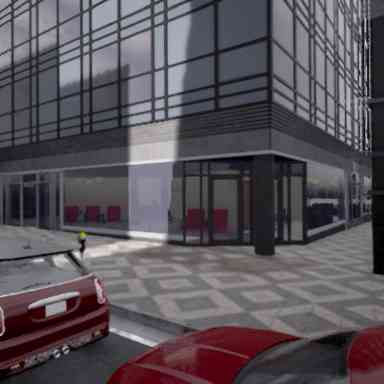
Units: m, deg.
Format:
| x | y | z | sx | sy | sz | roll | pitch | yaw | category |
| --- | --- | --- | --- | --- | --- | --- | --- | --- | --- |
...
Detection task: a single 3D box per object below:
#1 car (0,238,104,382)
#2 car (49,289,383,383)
| x | y | z | sx | sy | sz | roll | pitch | yaw | category |
| --- | --- | --- | --- | --- | --- | --- | --- | --- | --- |
| -3.226 | 1.431 | 5.156 | 4.097 | 1.590 | 1.967 | 0 | -1 | 35 | car |
| 1.354 | 1.545 | 1.892 | 4.507 | 1.381 | 1.887 | 0 | -1 | 35 | car |
